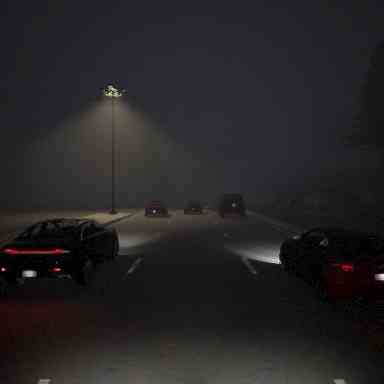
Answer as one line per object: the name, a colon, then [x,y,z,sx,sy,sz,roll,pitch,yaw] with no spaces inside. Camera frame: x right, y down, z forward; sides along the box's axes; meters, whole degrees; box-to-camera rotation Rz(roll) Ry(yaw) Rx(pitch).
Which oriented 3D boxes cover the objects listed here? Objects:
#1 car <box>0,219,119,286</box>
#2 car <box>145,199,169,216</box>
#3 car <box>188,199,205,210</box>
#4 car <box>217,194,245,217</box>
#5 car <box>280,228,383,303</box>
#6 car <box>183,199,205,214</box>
car: [-3.399,1.492,9.383,2.128,1.511,4.902,0,0,0]
car: [-3.390,1.504,32.476,1.837,1.490,4.892,0,0,0]
car: [0.617,1.601,44.393,1.895,1.301,4.718,0,0,6]
car: [3.604,1.220,31.277,2.150,2.045,5.566,0,0,0]
car: [3.600,1.564,8.252,1.994,1.385,4.181,0,0,0]
car: [0.137,1.526,35.229,1.812,1.442,4.674,0,0,1]
